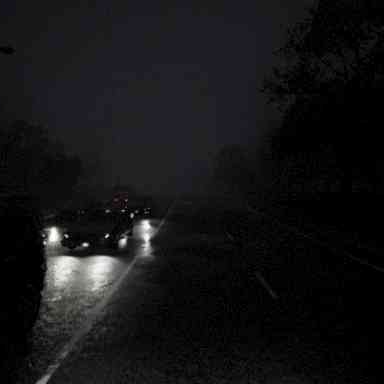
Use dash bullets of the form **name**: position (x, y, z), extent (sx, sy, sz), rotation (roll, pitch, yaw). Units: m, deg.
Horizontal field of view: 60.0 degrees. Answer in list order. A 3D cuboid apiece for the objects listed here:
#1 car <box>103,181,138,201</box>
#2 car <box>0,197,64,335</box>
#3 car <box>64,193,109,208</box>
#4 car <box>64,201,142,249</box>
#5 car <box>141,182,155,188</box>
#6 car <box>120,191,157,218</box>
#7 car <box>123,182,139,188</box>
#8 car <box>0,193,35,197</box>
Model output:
- **car**: position (-7.104, 0.216, 34.044), extent (2.150, 2.045, 5.566), rotation (0, 4, 0)
- **car**: position (-3.606, 1.196, 3.685), extent (2.150, 2.045, 5.566), rotation (0, 1, 0)
- **car**: position (-7.120, 1.026, 21.578), extent (1.882, 1.535, 5.008), rotation (0, 2, 0)
- **car**: position (-3.620, 1.344, 13.945), extent (2.033, 1.411, 5.357), rotation (0, 1, 0)
- **car**: position (-11.644, -1.912, 87.381), extent (1.882, 1.535, 5.008), rotation (0, 2, -40)
- **car**: position (-3.632, 0.945, 24.273), extent (1.837, 1.490, 4.892), rotation (0, 2, 0)
- **car**: position (-15.901, -1.951, 86.911), extent (4.181, 1.385, 1.994), rotation (4, 2, 45)
- **car**: position (-7.118, 1.078, 11.343), extent (2.150, 2.045, 5.566), rotation (0, 1, 0)
